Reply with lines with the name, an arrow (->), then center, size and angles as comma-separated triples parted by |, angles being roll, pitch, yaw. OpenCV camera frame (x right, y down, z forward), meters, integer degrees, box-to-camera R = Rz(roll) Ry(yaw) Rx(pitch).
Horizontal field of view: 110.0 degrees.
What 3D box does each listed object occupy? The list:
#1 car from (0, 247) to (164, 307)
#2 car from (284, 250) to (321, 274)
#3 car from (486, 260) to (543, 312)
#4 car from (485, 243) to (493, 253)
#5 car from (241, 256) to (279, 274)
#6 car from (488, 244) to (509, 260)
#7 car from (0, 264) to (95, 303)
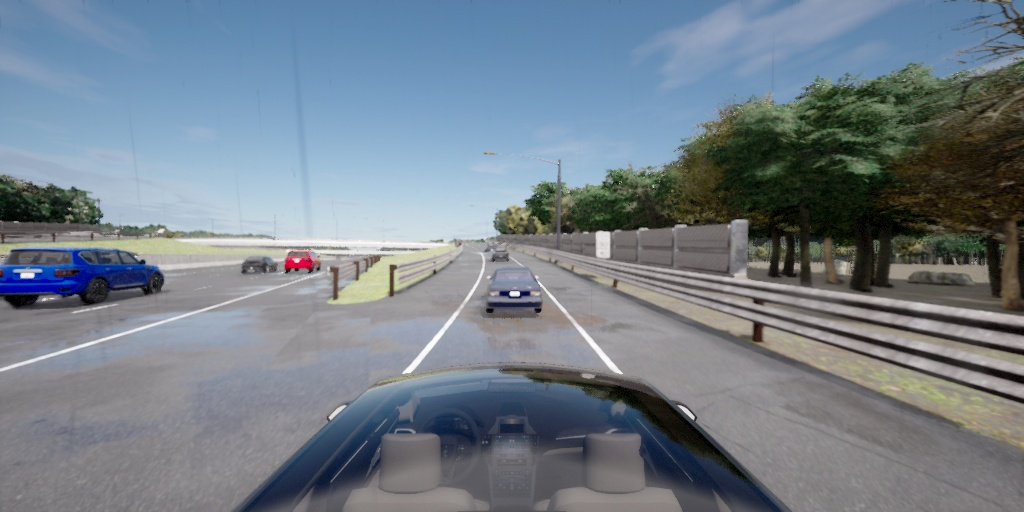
car -> -16.343, 0.697, 14.007 | 2.150, 2.045, 5.566 | 0, 0, -19
car -> -19.236, 0.504, 33.156 | 2.150, 2.045, 5.566 | 0, 1, -19
car -> 0.038, 1.087, 13.083 | 2.033, 1.411, 5.357 | 0, 2, -1
car -> -3.572, -1.373, 60.394 | 2.128, 1.511, 4.902 | 0, 3, -8
car -> -22.506, 0.761, 32.199 | 1.837, 1.490, 4.892 | 0, 1, -19
car -> -1.383, -0.289, 41.033 | 2.128, 1.511, 4.902 | 0, 3, -5
car -> -20.304, 1.036, 14.797 | 1.895, 1.301, 4.718 | 0, 0, -19
